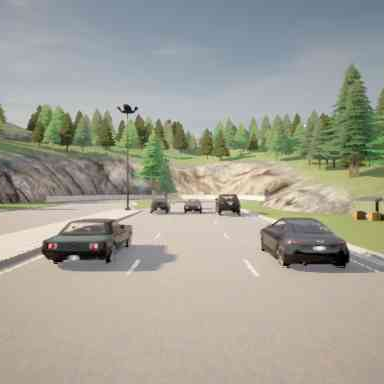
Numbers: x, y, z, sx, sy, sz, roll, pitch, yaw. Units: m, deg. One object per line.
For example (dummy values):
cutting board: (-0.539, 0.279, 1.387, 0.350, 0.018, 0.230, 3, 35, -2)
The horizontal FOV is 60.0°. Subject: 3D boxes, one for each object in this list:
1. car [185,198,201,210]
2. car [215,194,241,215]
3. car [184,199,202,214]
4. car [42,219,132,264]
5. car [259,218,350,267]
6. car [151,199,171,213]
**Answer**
car: (0.203, 1.564, 44.614, 1.994, 1.385, 4.181, 0, 0, 2)
car: (3.606, 1.221, 33.953, 2.150, 2.045, 5.566, 0, 0, 0)
car: (0.107, 1.601, 35.855, 1.895, 1.301, 4.718, 0, 0, 0)
car: (-3.398, 1.601, 11.823, 1.895, 1.301, 4.718, 0, 0, 0)
car: (3.602, 1.564, 11.382, 1.994, 1.385, 4.181, 0, 0, 0)
car: (-3.391, 1.501, 36.439, 1.837, 1.490, 4.892, 0, -1, 0)
